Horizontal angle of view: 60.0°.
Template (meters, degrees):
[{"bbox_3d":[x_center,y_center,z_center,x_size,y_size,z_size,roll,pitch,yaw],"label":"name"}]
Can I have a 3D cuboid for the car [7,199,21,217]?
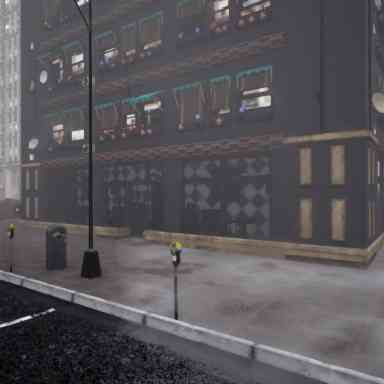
[{"bbox_3d":[-11.432,1.282,25.742,1.947,1.339,4.313,1,1,35],"label":"car"}]

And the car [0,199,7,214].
[{"bbox_3d":[-16.195,1.308,29.054,1.994,1.385,4.181,0,1,35],"label":"car"}]
